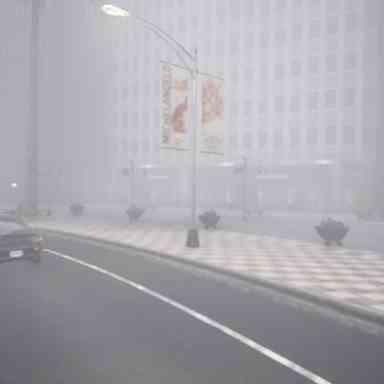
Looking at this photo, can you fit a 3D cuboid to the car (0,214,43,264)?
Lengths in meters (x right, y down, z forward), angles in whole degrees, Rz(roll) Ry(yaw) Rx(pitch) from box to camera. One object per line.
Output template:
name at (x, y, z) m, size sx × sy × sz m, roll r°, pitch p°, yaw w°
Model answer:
car at (-6.136, 1.392, 10.202) m, size 1.812 × 1.442 × 4.674 m, roll 1°, pitch 0°, yaw -45°
